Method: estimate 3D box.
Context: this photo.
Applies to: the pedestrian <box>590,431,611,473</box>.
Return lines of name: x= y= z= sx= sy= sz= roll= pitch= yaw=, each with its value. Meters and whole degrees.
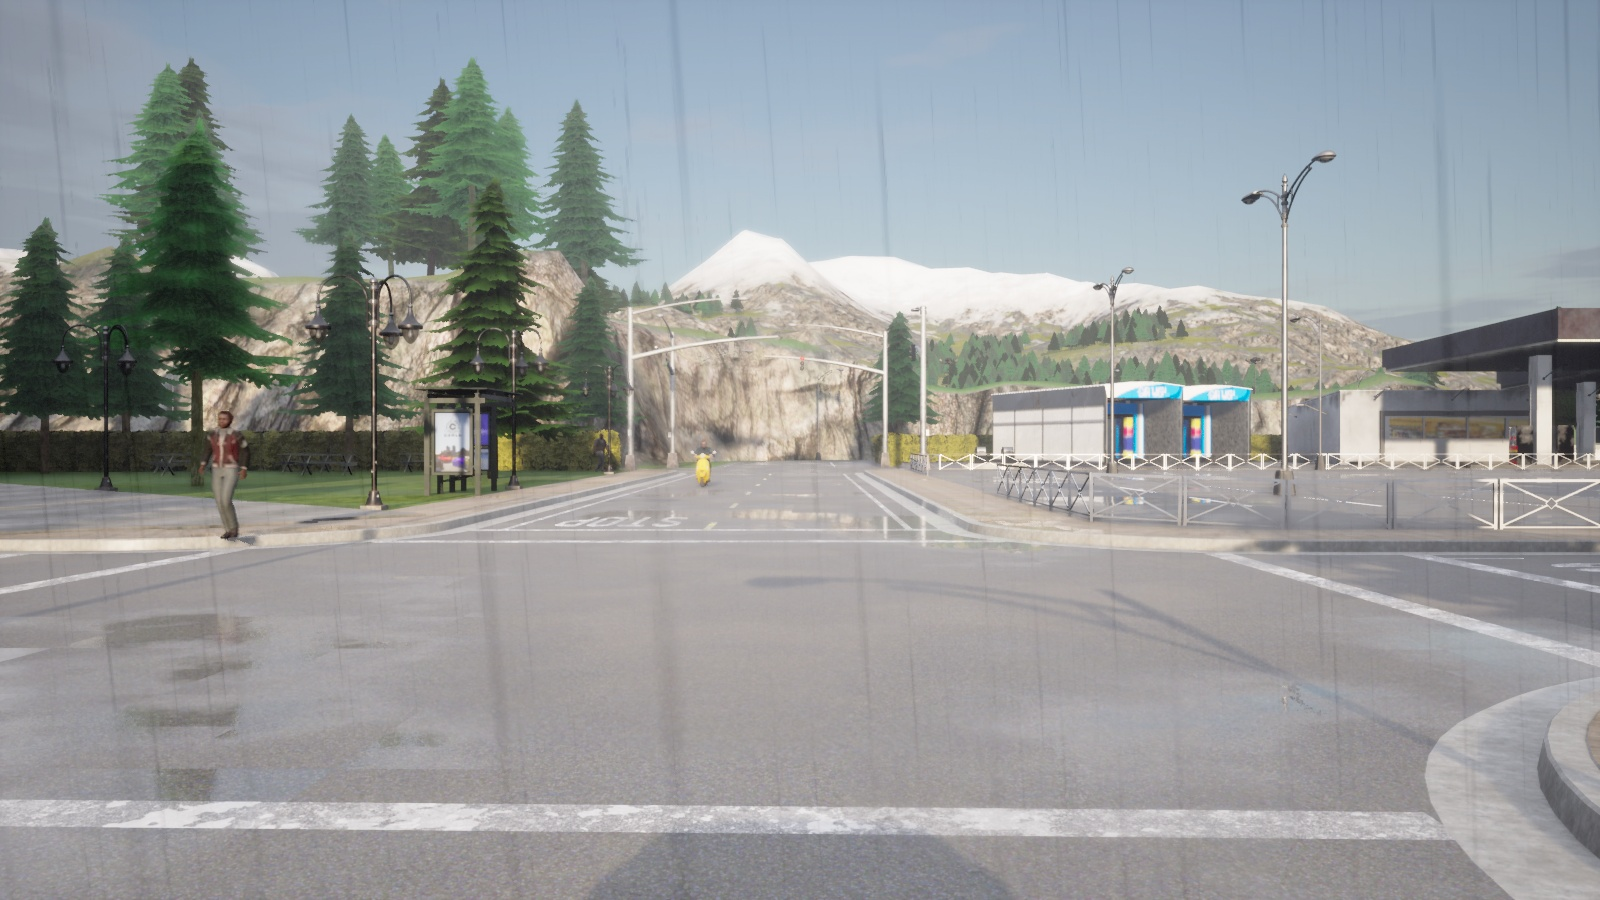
pedestrian: x=-9.031 y=0.074 z=56.894 sx=0.563 sy=1.883 sz=0.849 roll=0 pitch=0 yaw=-41

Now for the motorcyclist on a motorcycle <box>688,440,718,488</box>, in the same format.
motorcyclist on a motorcycle: x=-3.249 y=0.458 z=42.317 sx=0.866 sy=1.590 sz=1.817 roll=0 pitch=0 yaw=0

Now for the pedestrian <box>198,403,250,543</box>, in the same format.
pedestrian: x=-8.058 y=0.316 z=17.587 sx=0.402 sy=1.930 sz=0.666 roll=0 pitch=0 yaw=1
